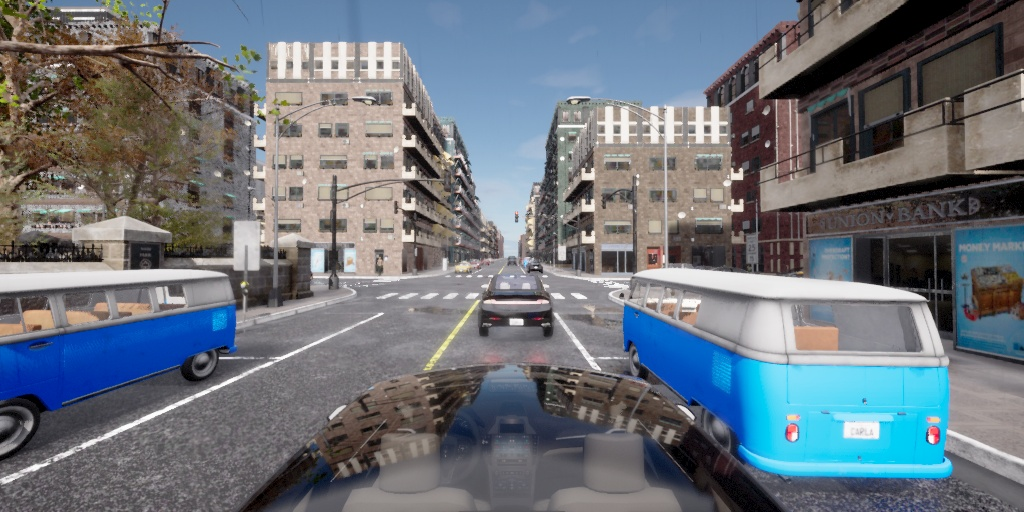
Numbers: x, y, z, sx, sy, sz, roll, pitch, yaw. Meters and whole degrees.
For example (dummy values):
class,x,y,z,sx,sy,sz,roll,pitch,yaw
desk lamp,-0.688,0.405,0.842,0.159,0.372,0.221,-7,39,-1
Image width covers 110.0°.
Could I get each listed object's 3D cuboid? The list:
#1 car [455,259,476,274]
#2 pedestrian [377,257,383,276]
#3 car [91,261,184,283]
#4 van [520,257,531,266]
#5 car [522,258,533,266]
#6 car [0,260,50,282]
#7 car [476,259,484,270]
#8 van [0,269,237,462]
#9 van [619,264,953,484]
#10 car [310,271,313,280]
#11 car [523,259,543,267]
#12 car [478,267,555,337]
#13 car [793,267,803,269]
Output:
class,x,y,z,sx,sy,sz,roll,pitch,yaw
car,-5.681,1.289,42.363,1.751,1.417,4.829,0,0,0
pedestrian,-12.533,0.967,33.977,0.375,1.860,0.375,0,-1,1
car,-26.409,1.119,25.403,4.674,1.442,1.812,0,-1,1
van,2.703,1.112,59.459,1.690,1.789,3.998,0,0,0
car,2.700,1.317,48.174,2.007,1.370,4.403,0,0,0
car,-36.507,1.044,25.532,4.892,1.490,1.837,0,-1,1
car,-5.680,1.208,53.819,1.967,1.591,4.097,0,0,0
van,-5.655,1.092,4.589,1.690,1.789,3.998,0,0,0
van,2.659,1.092,4.585,1.690,1.789,3.998,0,0,0
car,-16.583,0.999,25.286,4.553,1.767,2.097,0,-1,1
car,2.699,1.330,42.532,1.948,1.339,4.313,0,0,0
car,0.102,1.244,10.315,2.128,1.511,4.902,0,0,0
car,25.015,1.413,27.983,5.008,1.535,1.882,0,-1,1
